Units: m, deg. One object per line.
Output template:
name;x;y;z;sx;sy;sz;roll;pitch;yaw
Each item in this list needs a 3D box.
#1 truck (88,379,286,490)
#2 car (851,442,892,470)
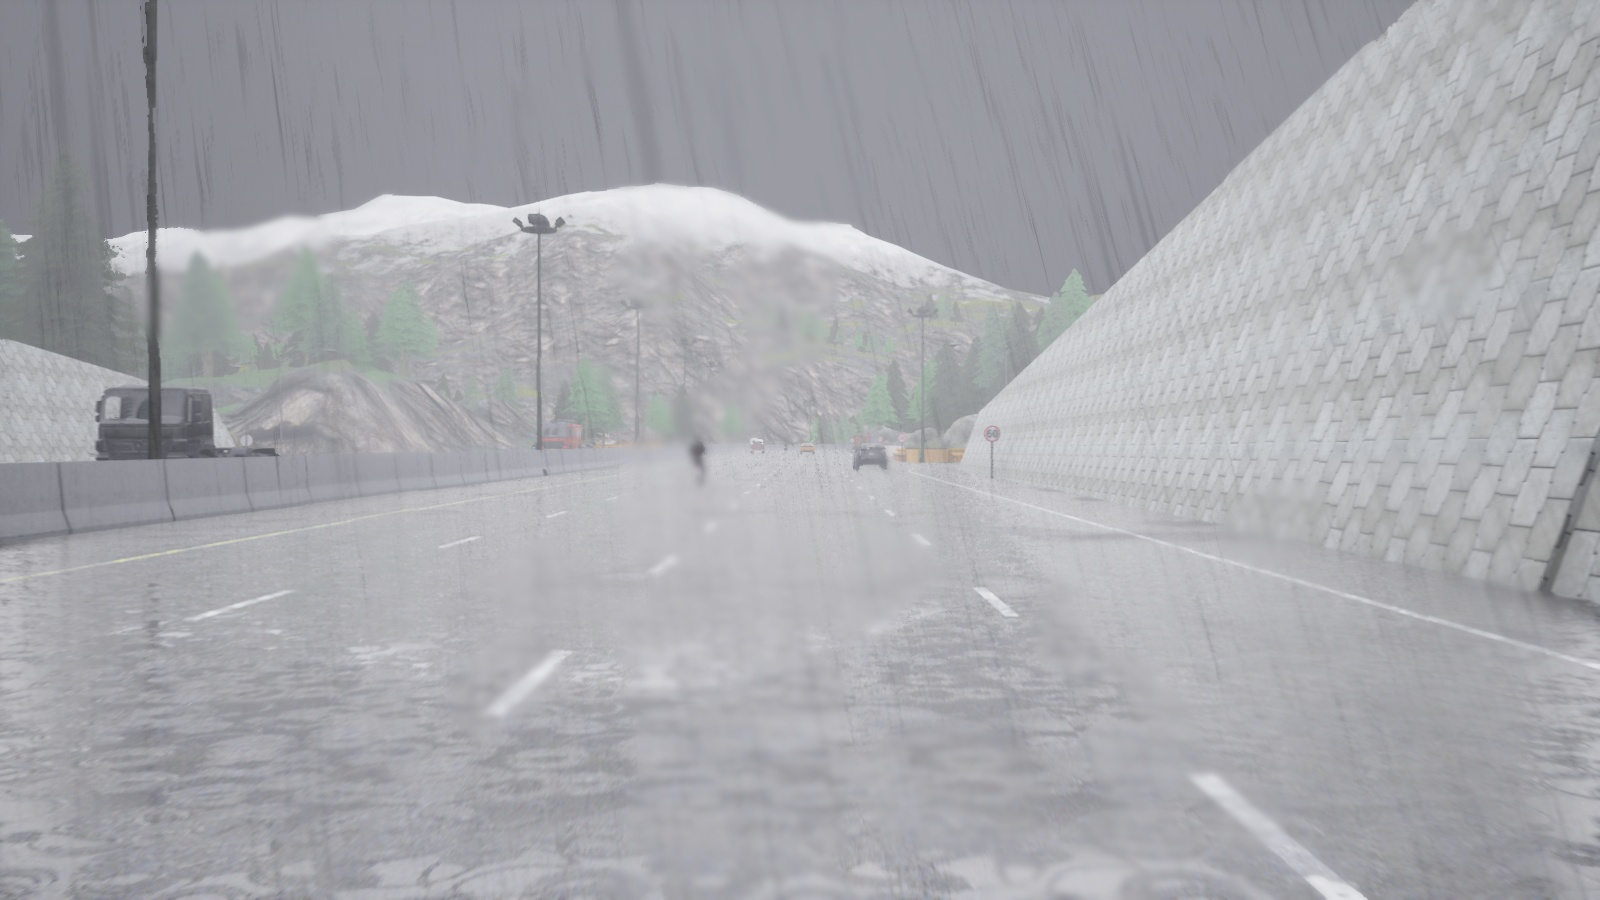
truck;-20.737;-0.495;43.115;2.891;3.462;7.936;0;0;0
car;3.914;0.305;69.406;2.007;1.525;4.514;0;0;0
